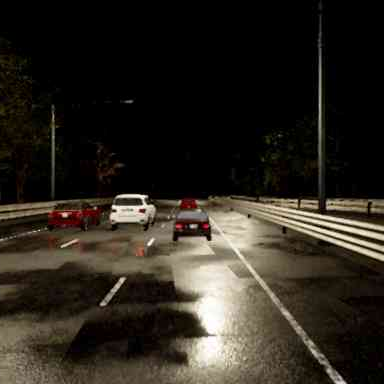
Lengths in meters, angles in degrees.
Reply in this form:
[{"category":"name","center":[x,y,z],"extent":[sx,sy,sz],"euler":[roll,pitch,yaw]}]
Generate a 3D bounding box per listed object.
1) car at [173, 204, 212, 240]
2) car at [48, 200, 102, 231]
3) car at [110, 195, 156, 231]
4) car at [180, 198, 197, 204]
[{"category":"car","center":[-0.005,1.534,16.843],"extent":[2.033,1.411,5.357],"euler":[0,0,-1]},{"category":"car","center":[-7.057,1.340,20.548],"extent":[2.097,1.767,4.553],"euler":[0,0,-1]},{"category":"car","center":[-3.558,1.208,20.815],"extent":[2.150,2.045,5.566],"euler":[0,0,-1]},{"category":"car","center":[-0.423,1.466,39.017],"extent":[1.882,1.535,5.008],"euler":[0,0,-1]}]
